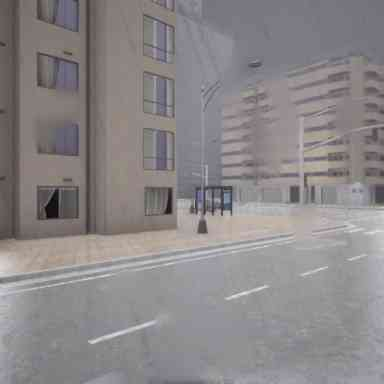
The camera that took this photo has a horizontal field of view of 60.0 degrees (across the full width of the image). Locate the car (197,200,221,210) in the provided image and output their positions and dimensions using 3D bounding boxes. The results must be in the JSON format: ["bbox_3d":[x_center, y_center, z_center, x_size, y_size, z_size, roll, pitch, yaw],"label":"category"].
[{"bbox_3d":[2.447,1.619,42.603,1.994,1.385,4.181,0,0,-43],"label":"car"}]
